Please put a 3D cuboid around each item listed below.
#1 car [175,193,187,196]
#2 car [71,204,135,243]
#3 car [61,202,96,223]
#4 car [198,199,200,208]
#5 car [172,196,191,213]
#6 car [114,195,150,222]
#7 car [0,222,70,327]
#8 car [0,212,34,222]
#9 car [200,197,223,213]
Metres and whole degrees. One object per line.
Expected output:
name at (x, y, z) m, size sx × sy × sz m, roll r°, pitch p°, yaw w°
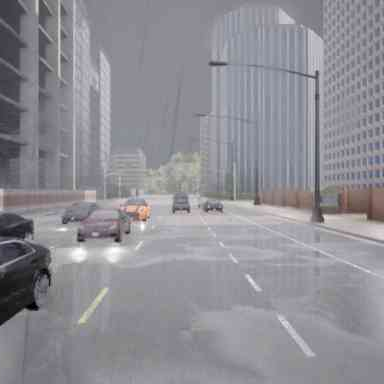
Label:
car at (-1.604, 1.202, 47.677) m, size 2.150 × 2.045 × 5.566 m, roll 0°, pitch 0°, yaw -2°
car at (-4.142, 1.519, 16.271) m, size 1.812 × 1.442 × 4.674 m, roll 0°, pitch 0°, yaw -2°
car at (-7.934, 1.493, 24.273) m, size 1.837 × 1.490 × 4.892 m, roll 0°, pitch 1°, yaw -2°
car at (1.811, 1.505, 48.381) m, size 1.812 × 1.442 × 4.674 m, roll 0°, pitch 0°, yaw -2°
car at (-1.197, 1.476, 36.628) m, size 2.128 × 1.511 × 4.902 m, roll 0°, pitch 0°, yaw -2°
car at (-4.497, 1.341, 26.236) m, size 2.097 × 1.767 × 4.553 m, roll 0°, pitch 0°, yaw -2°
car at (-3.731, 1.491, 4.979) m, size 2.128 × 1.511 × 4.902 m, roll 0°, pitch 0°, yaw -2°
car at (-7.490, 1.473, 11.986) m, size 1.882 × 1.535 × 5.008 m, roll 0°, pitch 0°, yaw -2°
car at (2.275, 1.585, 37.423) m, size 1.895 × 1.301 × 4.718 m, roll 0°, pitch 0°, yaw -2°
